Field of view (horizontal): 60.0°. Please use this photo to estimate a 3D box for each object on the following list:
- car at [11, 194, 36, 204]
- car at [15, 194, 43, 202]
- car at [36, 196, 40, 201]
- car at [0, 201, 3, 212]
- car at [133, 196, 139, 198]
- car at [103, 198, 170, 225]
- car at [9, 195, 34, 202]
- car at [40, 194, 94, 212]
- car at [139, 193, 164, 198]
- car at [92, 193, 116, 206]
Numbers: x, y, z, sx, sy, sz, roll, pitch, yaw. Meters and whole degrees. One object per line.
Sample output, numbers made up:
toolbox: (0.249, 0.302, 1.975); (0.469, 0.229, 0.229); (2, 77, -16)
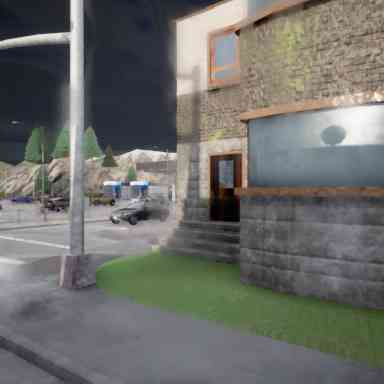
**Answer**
car: (-30.968, 1.334, 60.963); (1.845, 1.501, 3.633); (0, 0, 35)
car: (-36.223, 1.345, 74.062); (2.152, 1.636, 5.027); (0, 0, 35)
car: (-22.827, 1.313, 55.167); (2.007, 1.523, 4.514); (0, 0, 35)
car: (-20.215, 1.247, 31.575); (1.970, 1.475, 3.806); (0, 0, 35)
car: (-8.202, 1.376, 54.355); (1.970, 1.475, 3.806); (0, 0, 35)
car: (-3.408, 1.349, 22.453); (1.812, 1.442, 4.674); (0, 0, 35)
car: (-38.816, 1.354, 75.828); (2.007, 1.523, 4.514); (0, 0, 35)
car: (-13.159, 1.313, 35.223); (2.007, 1.523, 4.514); (0, 0, 35)
car: (-5.838, 1.092, 51.939); (1.905, 1.878, 3.866); (0, 0, 35)
car: (-13.059, 1.112, 47.405); (1.932, 1.855, 4.605); (0, 0, 35)
